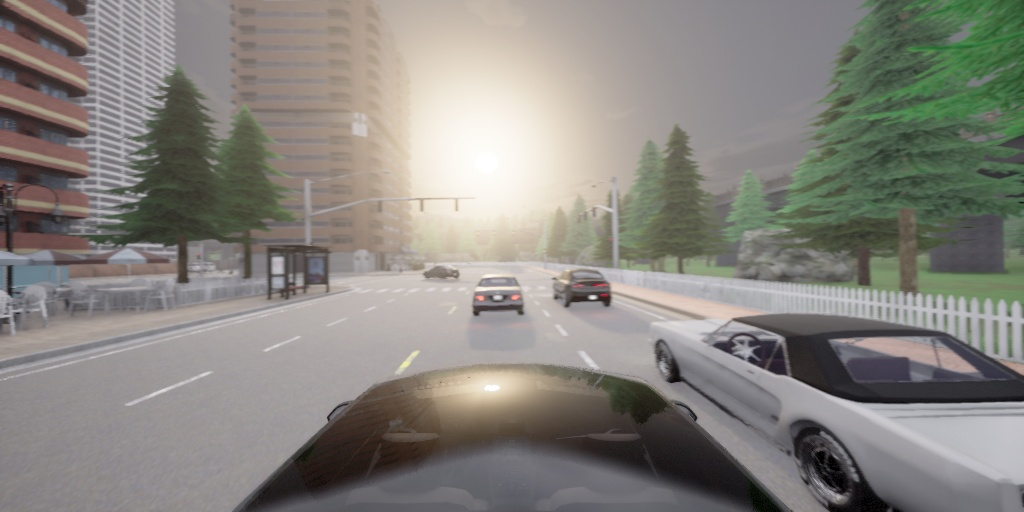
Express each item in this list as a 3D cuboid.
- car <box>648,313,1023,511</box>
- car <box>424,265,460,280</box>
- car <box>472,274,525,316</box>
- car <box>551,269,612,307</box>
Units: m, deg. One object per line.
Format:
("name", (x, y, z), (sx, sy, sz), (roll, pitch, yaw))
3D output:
("car", (3.281, 1.310, 4.105), (1.895, 1.301, 4.718), (-1, 0, 0))
("car", (-7.247, 1.675, 36.841), (4.674, 1.442, 1.812), (-1, -1, 45))
("car", (-0.503, 1.389, 13.930), (2.033, 1.411, 5.357), (-1, 0, -1))
("car", (2.917, 1.299, 15.657), (1.837, 1.490, 4.892), (-1, 0, -2))
